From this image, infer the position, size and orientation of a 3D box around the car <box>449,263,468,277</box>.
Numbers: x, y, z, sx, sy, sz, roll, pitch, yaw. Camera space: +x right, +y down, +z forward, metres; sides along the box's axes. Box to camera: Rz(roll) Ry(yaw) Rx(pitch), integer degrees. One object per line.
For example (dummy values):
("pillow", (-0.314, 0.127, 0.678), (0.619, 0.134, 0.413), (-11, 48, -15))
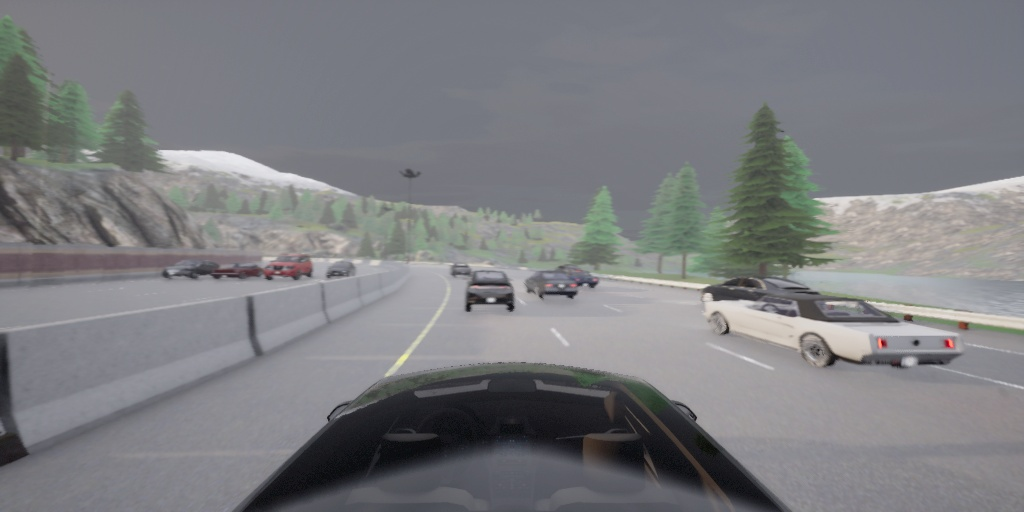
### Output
("car", (-5.511, 1.440, 37.880), (2.128, 1.511, 4.902), (1, 0, -16))

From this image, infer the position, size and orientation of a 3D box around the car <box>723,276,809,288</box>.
("car", (9.612, 1.536, 14.286), (1.837, 1.490, 4.892), (1, 0, -6))

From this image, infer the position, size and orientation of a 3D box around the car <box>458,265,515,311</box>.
("car", (-1.010, 1.333, 14.956), (2.128, 1.511, 4.902), (1, 0, -7))

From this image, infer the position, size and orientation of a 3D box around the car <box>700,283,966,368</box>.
("car", (6.630, 1.527, 8.334), (1.895, 1.301, 4.718), (1, 0, -4))

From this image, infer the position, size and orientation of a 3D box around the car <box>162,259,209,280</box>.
("car", (-24.905, 1.004, 28.087), (2.128, 1.511, 4.902), (1, 0, -14))

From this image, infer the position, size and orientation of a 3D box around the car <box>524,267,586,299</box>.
("car", (1.956, 1.480, 19.382), (2.033, 1.411, 5.357), (1, 0, -9))

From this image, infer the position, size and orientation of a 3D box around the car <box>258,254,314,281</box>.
("car", (-17.943, 0.870, 29.170), (2.150, 2.045, 5.566), (1, -1, -13))

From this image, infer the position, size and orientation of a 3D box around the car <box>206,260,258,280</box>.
("car", (-21.297, 1.179, 28.113), (1.895, 1.301, 4.718), (1, 0, -13))

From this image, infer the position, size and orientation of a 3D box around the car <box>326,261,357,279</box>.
("car", (-15.013, 1.230, 31.818), (1.837, 1.490, 4.892), (1, -1, -14))

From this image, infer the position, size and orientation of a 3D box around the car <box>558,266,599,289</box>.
("car", (4.438, 1.631, 25.780), (1.895, 1.301, 4.718), (1, 0, -10))
